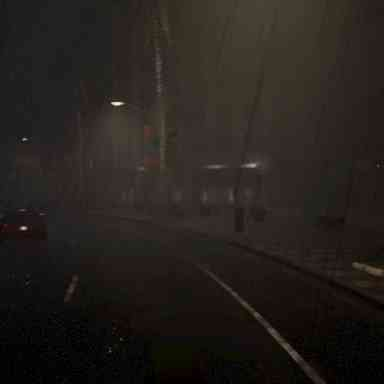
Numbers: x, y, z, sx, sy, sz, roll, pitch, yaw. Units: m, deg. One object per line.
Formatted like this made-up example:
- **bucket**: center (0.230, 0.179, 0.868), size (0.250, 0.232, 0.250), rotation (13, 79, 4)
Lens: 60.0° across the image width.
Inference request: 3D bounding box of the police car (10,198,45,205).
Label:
- **police car**: center (-16.827, 1.414, 33.597), size (5.238, 1.638, 1.930), rotation (0, 0, 39)

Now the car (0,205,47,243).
- **car**: center (-8.298, 1.558, 16.321), size (1.994, 1.385, 4.181), rotation (0, 0, -28)
